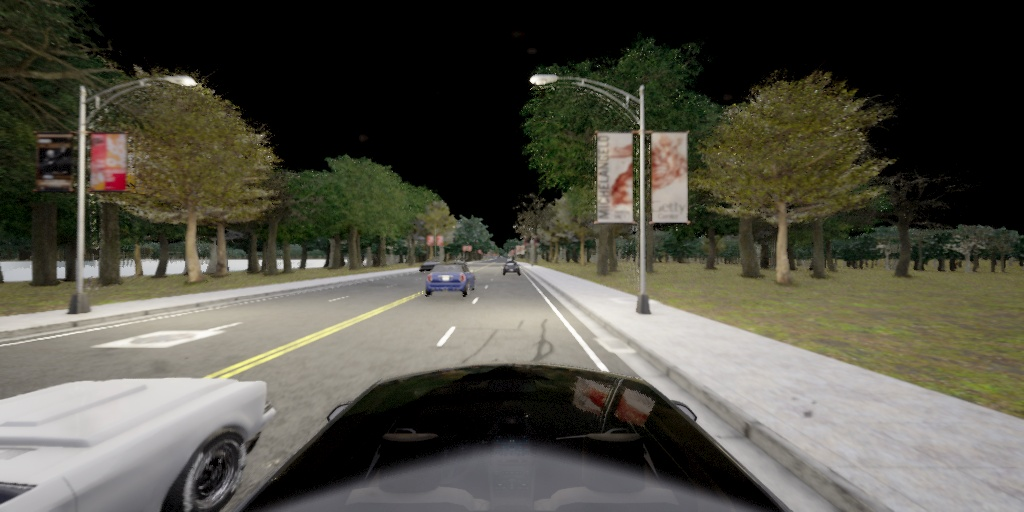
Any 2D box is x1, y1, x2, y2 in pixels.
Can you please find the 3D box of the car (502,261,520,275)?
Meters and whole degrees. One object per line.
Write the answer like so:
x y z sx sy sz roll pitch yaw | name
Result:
-0.051 1.343 40.202 1.812 1.442 4.674 0 0 0 | car

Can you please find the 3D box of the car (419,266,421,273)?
-10.010 1.378 44.284 2.033 1.411 5.357 0 0 0 | car

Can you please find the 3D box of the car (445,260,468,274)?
-6.761 1.323 44.356 2.128 1.511 4.902 0 0 0 | car

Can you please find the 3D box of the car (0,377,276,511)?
-3.151 1.351 1.216 1.895 1.301 4.718 0 0 0 | car

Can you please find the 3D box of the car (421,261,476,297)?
-3.185 1.122 19.319 2.097 1.767 4.553 0 0 0 | car
